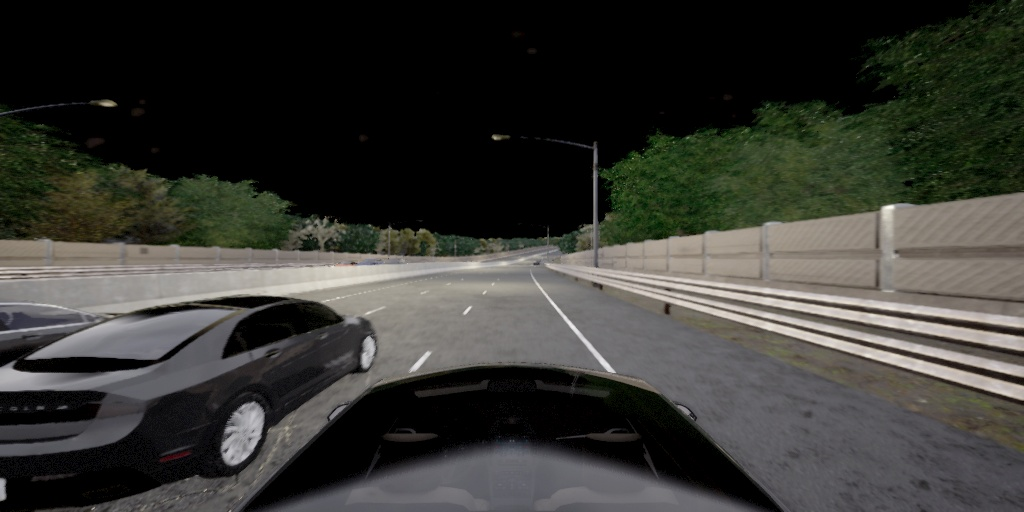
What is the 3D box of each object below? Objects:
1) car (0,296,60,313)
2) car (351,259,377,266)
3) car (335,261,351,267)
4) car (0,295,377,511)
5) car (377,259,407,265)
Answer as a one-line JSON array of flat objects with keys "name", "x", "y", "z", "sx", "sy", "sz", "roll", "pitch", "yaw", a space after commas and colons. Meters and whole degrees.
[{"name": "car", "x": -6.892, "y": 1.246, "z": 4.464, "sx": 2.128, "sy": 1.511, "sz": 4.902, "roll": 0, "pitch": 0, "yaw": 0}, {"name": "car", "x": -20.086, "y": 1.385, "z": 50.986, "sx": 2.150, "sy": 2.045, "sz": 5.566, "roll": 0, "pitch": -1, "yaw": 3}, {"name": "car", "x": -23.562, "y": 1.509, "z": 51.394, "sx": 2.097, "sy": 1.767, "sz": 4.553, "roll": 0, "pitch": -1, "yaw": 3}, {"name": "car", "x": -3.392, "y": 1.269, "z": 4.726, "sx": 1.837, "sy": 1.490, "sz": 4.892, "roll": 0, "pitch": 0, "yaw": 0}, {"name": "car", "x": -16.591, "y": 1.395, "z": 50.817, "sx": 2.150, "sy": 2.045, "sz": 5.566, "roll": 0, "pitch": -1, "yaw": 3}]
